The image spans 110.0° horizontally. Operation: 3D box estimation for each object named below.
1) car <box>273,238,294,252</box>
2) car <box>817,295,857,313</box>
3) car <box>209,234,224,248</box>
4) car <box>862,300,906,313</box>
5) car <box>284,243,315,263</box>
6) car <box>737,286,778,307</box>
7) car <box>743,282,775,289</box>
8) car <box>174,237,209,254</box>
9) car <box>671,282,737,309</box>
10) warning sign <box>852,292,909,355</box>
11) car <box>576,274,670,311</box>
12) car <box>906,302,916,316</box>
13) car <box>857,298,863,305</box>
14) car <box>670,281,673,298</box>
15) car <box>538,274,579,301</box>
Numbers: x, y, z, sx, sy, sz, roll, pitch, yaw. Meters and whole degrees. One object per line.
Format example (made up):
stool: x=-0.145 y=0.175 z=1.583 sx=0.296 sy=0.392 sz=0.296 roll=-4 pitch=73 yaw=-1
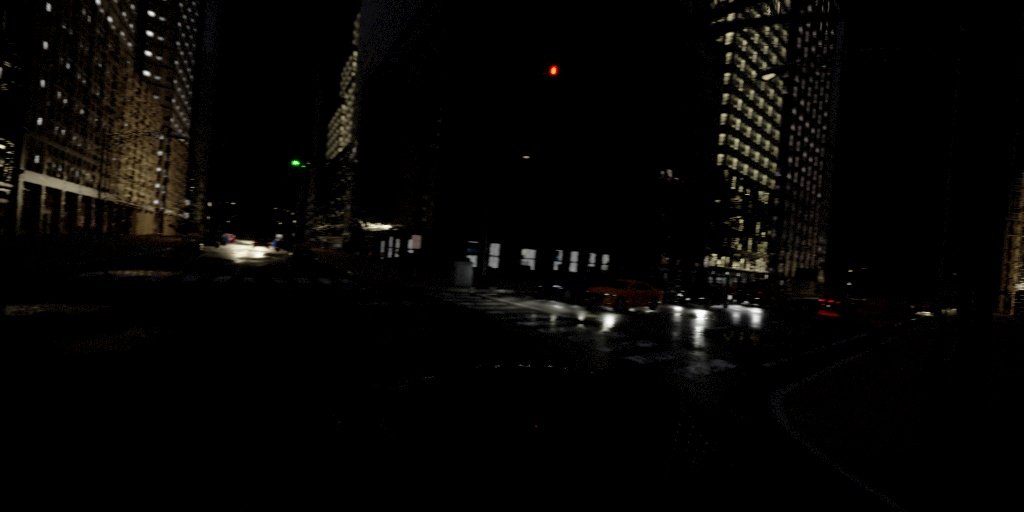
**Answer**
car: x=-31.381 y=-1.478 z=49.462 sx=2.192 sy=1.841 sz=5.009 roll=0 pitch=0 yaw=-36
car: x=30.713 y=4.473 z=34.091 sx=4.892 sy=1.490 sz=1.837 roll=6 pitch=-1 yaw=-38
car: x=-37.774 y=-1.727 z=44.883 sx=1.948 sy=1.339 sz=4.313 roll=0 pitch=0 yaw=-36
car: x=32.731 y=4.639 z=31.554 sx=4.892 sy=1.490 sz=1.837 roll=6 pitch=-1 yaw=-37
car: x=-18.535 y=-0.183 z=31.498 sx=1.948 sy=1.339 sz=4.313 roll=0 pitch=0 yaw=-36
car: x=21.039 y=3.632 z=30.820 sx=4.718 sy=1.301 sz=1.895 roll=6 pitch=-1 yaw=-38
car: x=27.295 y=3.920 z=39.756 sx=5.566 sy=2.045 sz=2.150 roll=6 pitch=-1 yaw=-37
car: x=-28.169 y=-0.929 z=31.387 sx=1.802 sy=1.307 sz=4.207 roll=0 pitch=0 yaw=-36
car: x=13.352 y=2.759 z=24.802 sx=4.892 sy=1.490 sz=1.837 roll=6 pitch=-1 yaw=-38
warning sign: x=11.780 y=2.102 z=11.615 sx=1.060 sy=1.860 sz=1.300 roll=0 pitch=0 yaw=-38
car: x=5.969 y=1.985 z=19.016 sx=5.008 sy=1.535 sz=1.882 roll=6 pitch=-1 yaw=-38
car: x=40.763 y=5.421 z=37.901 sx=5.008 sy=1.535 sz=1.882 roll=6 pitch=-1 yaw=-38
car: x=38.789 y=5.347 z=40.483 sx=4.181 sy=1.385 sz=1.994 roll=6 pitch=-1 yaw=-38
car: x=11.081 y=2.568 z=27.145 sx=4.892 sy=1.490 sz=1.837 roll=6 pitch=-1 yaw=-38
car: x=3.777 y=1.802 z=21.422 sx=5.008 sy=1.535 sz=1.882 roll=6 pitch=-1 yaw=-38
